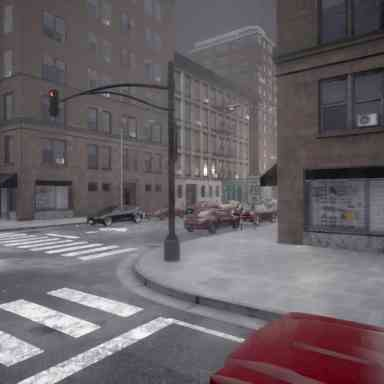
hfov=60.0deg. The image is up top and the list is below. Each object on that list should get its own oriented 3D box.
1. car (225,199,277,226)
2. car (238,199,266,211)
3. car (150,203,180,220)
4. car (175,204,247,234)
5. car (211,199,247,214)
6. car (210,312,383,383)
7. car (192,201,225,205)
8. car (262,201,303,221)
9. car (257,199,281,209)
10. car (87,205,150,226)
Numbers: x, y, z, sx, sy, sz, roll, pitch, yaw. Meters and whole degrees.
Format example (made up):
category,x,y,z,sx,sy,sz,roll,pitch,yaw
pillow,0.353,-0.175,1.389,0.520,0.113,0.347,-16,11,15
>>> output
category,x,y,z,sx,sy,sz,roll,pitch,yaw
car,4.387,1.412,23.362,1.967,1.590,4.097,0,0,36
car,7.486,1.600,41.494,1.802,1.307,4.206,0,0,36
car,-2.142,1.604,28.027,1.802,1.307,4.206,0,0,36
car,1.178,1.555,18.872,1.802,1.307,4.206,0,0,36
car,4.177,1.544,36.867,1.752,1.417,4.829,0,0,36
car,2.381,1.601,1.991,4.718,1.301,1.895,0,0,36
car,1.067,1.565,32.516,1.887,1.381,4.507,0,0,36
car,7.696,1.495,27.990,1.752,1.417,4.829,0,0,36
car,10.695,1.601,45.983,1.802,1.307,4.206,0,0,36
car,-5.352,1.590,23.538,1.947,1.339,4.313,0,0,36
